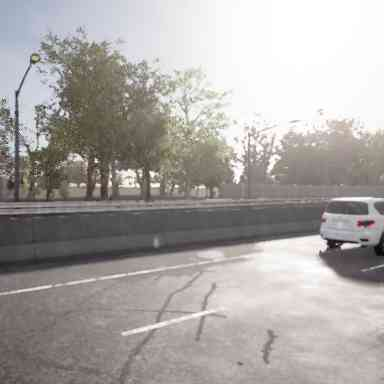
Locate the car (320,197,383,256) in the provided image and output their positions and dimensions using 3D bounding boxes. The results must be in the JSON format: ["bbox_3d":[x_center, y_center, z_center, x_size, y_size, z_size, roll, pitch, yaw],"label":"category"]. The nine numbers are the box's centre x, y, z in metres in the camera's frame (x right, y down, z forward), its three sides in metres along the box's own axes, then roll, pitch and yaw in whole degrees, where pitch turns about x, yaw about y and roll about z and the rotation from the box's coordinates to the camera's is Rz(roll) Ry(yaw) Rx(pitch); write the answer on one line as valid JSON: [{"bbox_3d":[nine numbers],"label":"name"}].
[{"bbox_3d":[7.495,1.230,13.432,5.566,2.045,2.150,0,0,-35],"label":"car"}]

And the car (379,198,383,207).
[{"bbox_3d":[31.389,1.588,52.098,4.674,1.442,1.812,0,0,-35],"label":"car"}]

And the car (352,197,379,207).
[{"bbox_3d":[28.275,1.537,54.179,5.008,1.535,1.882,0,0,-35],"label":"car"}]
